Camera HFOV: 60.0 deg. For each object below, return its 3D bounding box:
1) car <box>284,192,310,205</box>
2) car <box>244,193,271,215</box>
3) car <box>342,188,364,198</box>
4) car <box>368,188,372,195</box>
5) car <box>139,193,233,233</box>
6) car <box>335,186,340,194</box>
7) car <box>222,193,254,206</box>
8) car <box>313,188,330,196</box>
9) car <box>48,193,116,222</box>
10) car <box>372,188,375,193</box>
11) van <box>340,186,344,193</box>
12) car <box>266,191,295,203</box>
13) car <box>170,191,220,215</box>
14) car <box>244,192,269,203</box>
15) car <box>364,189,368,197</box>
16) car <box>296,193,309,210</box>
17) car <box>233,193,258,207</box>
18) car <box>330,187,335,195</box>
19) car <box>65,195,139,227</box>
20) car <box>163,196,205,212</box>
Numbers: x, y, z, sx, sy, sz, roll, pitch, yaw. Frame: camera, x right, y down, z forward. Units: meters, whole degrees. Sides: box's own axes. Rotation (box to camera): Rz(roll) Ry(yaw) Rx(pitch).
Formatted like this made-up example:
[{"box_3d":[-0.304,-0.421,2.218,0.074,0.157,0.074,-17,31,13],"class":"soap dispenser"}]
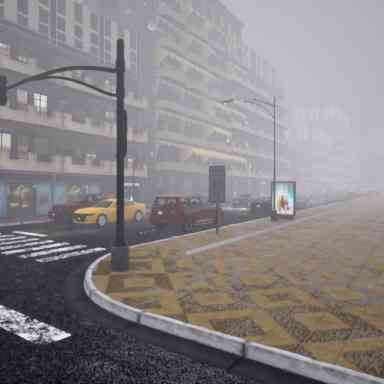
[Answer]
[{"box_3d":[13.010,0.766,41.094,1.994,1.385,4.181,0,1,35],"class":"car"},{"box_3d":[6.209,1.069,26.809,1.947,1.339,4.313,1,2,35],"class":"car"},{"box_3d":[28.445,0.309,58.643,1.887,1.381,4.507,1,2,35],"class":"car"},{"box_3d":[34.798,0.096,67.737,1.887,1.381,4.507,1,2,35],"class":"car"},{"box_3d":[-0.142,1.026,17.708,2.192,1.841,5.009,1,2,35],"class":"car"},{"box_3d":[34.238,-0.239,81.565,1.967,1.590,4.097,2,2,35],"class":"car"},{"box_3d":[5.655,0.829,40.649,2.008,1.369,4.403,2,2,35],"class":"car"},{"box_3d":[27.885,-0.025,72.471,1.967,1.590,4.097,2,2,35],"class":"car"},{"box_3d":[-7.047,1.010,22.456,2.192,1.841,5.009,1,2,35],"class":"car"},{"box_3d":[37.974,-0.012,72.285,1.887,1.381,4.507,1,2,35],"class":"car"},{"box_3d":[37.414,-0.446,86.109,1.690,1.788,3.998,2,2,35],"class":"van"},{"box_3d":[12.121,0.631,45.318,2.128,1.511,4.902,0,1,35],"class":"car"},{"box_3d":[0.371,0.879,28.586,2.097,1.767,4.553,0,1,35],"class":"car"},{"box_3d":[8.830,0.754,45.196,1.802,1.307,4.206,2,2,35],"class":"car"},{"box_3d":[31.622,0.098,63.187,1.967,1.590,4.097,1,2,35],"class":"car"},{"box_3d":[9.386,0.965,31.358,1.947,1.339,4.313,1,2,35],"class":"car"},{"box_3d":[6.114,0.843,36.795,1.837,1.490,4.892,0,1,35],"class":"car"},{"box_3d":[31.061,-0.027,77.022,1.887,1.381,4.507,2,2,35],"class":"car"},{"box_3d":[-5.016,1.180,20.867,1.882,1.535,5.008,0,1,34],"class":"car"},{"box_3d":[-0.697,1.069,31.557,1.802,1.307,4.206,2,2,35],"class":"car"}]
